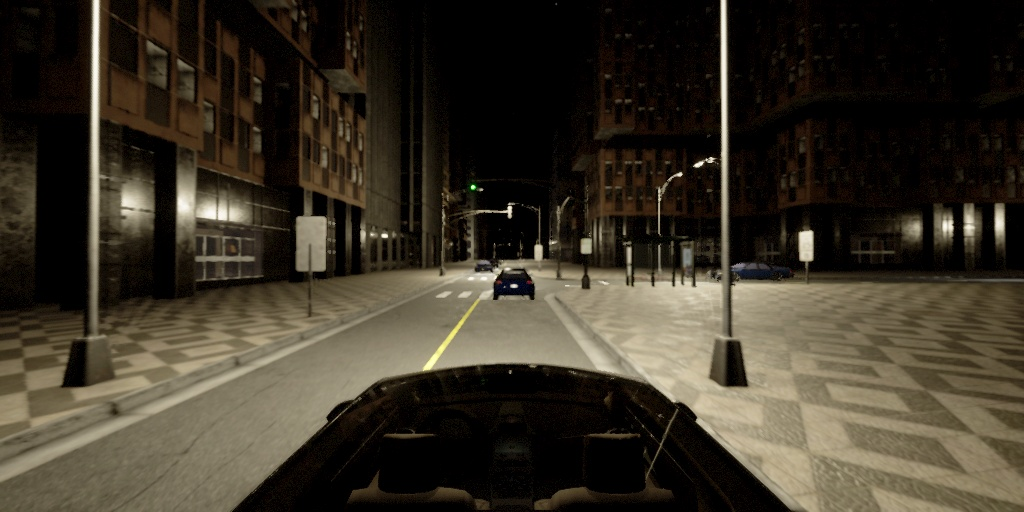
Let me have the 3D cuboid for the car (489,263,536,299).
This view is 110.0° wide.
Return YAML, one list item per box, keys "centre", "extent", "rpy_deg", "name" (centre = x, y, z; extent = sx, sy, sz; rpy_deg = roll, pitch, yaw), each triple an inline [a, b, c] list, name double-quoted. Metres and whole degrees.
- centre: [0.098, 1.262, 17.685]
  extent: [1.994, 1.385, 4.181]
  rpy_deg: [0, 1, 0]
  name: "car"

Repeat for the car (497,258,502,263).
- centre: [-3.052, 1.099, 56.090]
  extent: [2.128, 1.511, 4.902]
  rpy_deg: [0, 0, 1]
  name: "car"

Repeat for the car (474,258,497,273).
- centre: [-3.082, 1.213, 40.279]
  extent: [1.994, 1.385, 4.181]
  rpy_deg: [0, 0, 0]
  name: "car"

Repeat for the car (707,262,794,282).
- centre: [17.242, 1.141, 26.032]
  extent: [5.357, 1.411, 2.033]
  rpy_deg: [0, -1, 0]
  name: "car"
